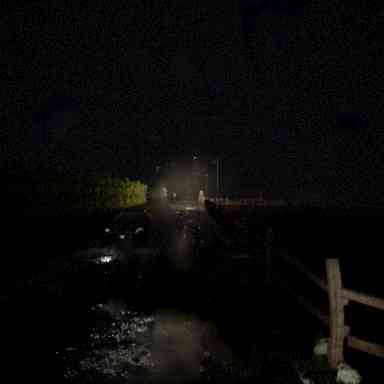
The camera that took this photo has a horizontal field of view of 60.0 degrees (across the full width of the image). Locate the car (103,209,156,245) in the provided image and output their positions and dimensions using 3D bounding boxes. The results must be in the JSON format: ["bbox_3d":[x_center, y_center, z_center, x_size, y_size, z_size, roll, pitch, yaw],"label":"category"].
[{"bbox_3d":[-2.829,1.563,15.885,1.812,1.442,4.674,0,0,0],"label":"car"}]
